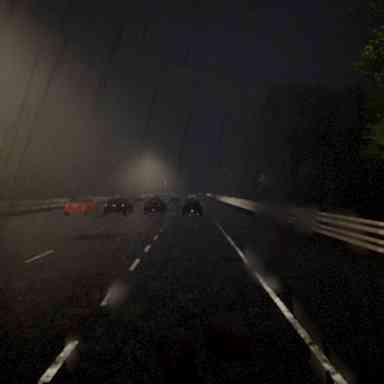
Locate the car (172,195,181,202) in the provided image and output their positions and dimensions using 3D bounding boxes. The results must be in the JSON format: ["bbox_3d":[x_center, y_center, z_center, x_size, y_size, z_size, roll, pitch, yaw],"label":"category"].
[{"bbox_3d":[-3.396,1.365,68.585,2.033,1.411,5.357,0,0,1],"label":"car"}]

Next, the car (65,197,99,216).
[{"bbox_3d":[-10.467,1.263,32.004,2.097,1.767,4.553,0,0,1],"label":"car"}]

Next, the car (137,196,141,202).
[{"bbox_3d":[-10.393,1.421,67.950,1.895,1.301,4.718,0,0,1],"label":"car"}]

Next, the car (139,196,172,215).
[{"bbox_3d":[-3.463,1.402,32.246,2.128,1.511,4.902,0,0,1],"label":"car"}]

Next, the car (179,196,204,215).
[{"bbox_3d":[0.037,1.416,32.250,1.837,1.490,4.892,0,0,1],"label":"car"}]

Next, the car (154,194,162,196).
[{"bbox_3d":[-6.869,1.171,68.138,2.097,1.767,4.553,0,0,1],"label":"car"}]

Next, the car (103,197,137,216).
[{"bbox_3d":[-6.967,1.262,32.017,2.097,1.767,4.553,0,0,1],"label":"car"}]
